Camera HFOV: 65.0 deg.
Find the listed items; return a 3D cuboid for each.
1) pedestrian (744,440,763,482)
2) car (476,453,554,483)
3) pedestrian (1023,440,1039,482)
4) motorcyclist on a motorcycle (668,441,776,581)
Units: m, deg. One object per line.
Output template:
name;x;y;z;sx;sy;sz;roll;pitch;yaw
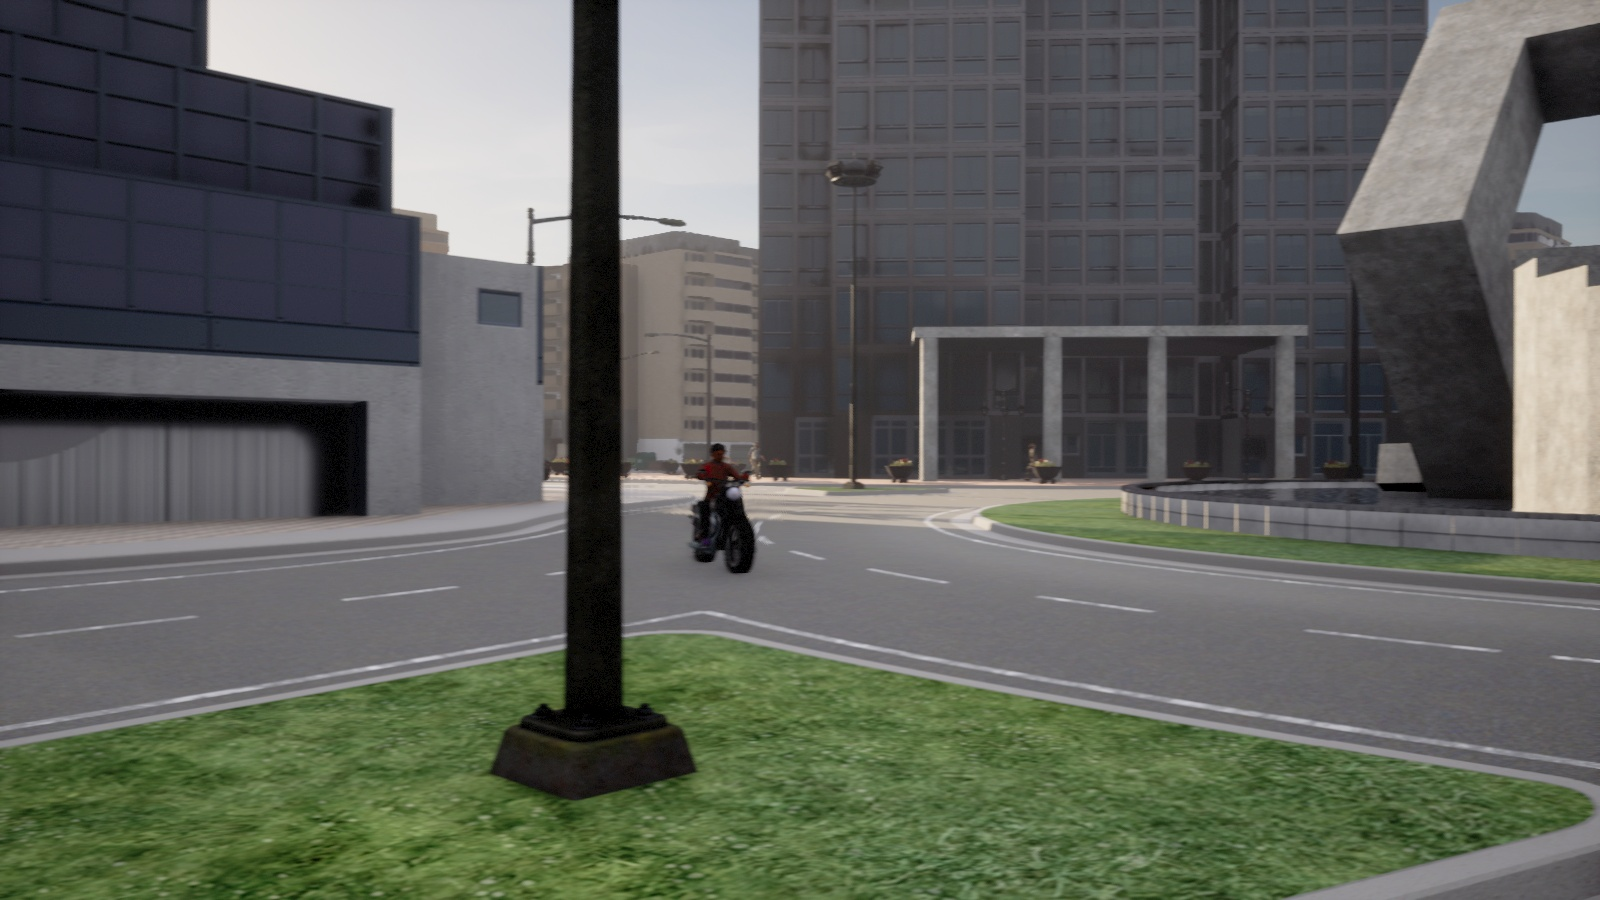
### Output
pedestrian;-2.115;0.495;56.966;0.540;1.848;0.694;0;0;-44
car;-14.393;0.880;63.283;4.193;1.474;1.816;0;0;45
pedestrian;10.507;0.495;57.147;0.692;1.930;0.396;0;0;10
motorcyclist on a motorcycle;-1.044;0.722;16.070;0.766;1.649;2.350;0;0;-19
